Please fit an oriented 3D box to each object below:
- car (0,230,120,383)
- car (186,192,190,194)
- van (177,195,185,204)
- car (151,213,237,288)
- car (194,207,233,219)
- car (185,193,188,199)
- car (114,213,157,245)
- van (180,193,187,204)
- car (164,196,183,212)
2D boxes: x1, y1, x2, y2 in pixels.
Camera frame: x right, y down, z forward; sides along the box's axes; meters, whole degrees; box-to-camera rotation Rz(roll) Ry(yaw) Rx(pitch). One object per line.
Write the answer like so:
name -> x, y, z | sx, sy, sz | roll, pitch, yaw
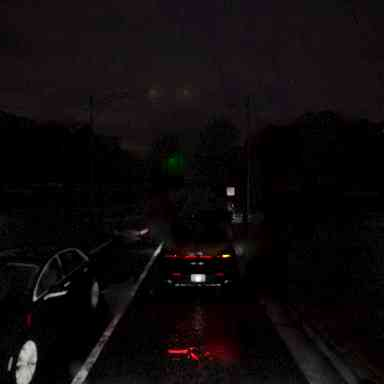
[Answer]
car -> -2.645, 1.575, 5.026 | 2.008, 1.369, 4.403 | -2, 0, 0
car -> -2.373, 1.603, 92.568 | 2.192, 1.841, 5.009 | -1, 0, 0
van -> -2.428, 1.688, 75.934 | 1.690, 1.788, 3.998 | -1, 0, 0
car -> 0.129, 1.551, 9.353 | 1.837, 1.490, 4.892 | 0, 0, 0
car -> 1.577, 1.764, 25.057 | 1.895, 1.301, 4.718 | 1, -1, 24
car -> -2.448, 1.666, 70.398 | 2.192, 1.841, 5.009 | -1, 0, 0
car -> -2.611, 1.664, 15.921 | 1.802, 1.307, 4.206 | -2, 0, 0
van -> -2.464, 1.690, 64.854 | 1.690, 1.788, 3.998 | -1, 0, 0
car -> -2.535, 1.701, 42.698 | 1.967, 1.590, 4.097 | -2, 0, 0
